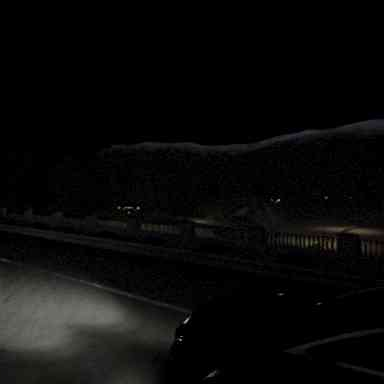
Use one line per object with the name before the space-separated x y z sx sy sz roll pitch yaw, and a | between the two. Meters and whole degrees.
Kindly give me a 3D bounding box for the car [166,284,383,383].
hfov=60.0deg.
car | 2.005 1.496 2.562 4.902 1.511 2.128 1 1 35
